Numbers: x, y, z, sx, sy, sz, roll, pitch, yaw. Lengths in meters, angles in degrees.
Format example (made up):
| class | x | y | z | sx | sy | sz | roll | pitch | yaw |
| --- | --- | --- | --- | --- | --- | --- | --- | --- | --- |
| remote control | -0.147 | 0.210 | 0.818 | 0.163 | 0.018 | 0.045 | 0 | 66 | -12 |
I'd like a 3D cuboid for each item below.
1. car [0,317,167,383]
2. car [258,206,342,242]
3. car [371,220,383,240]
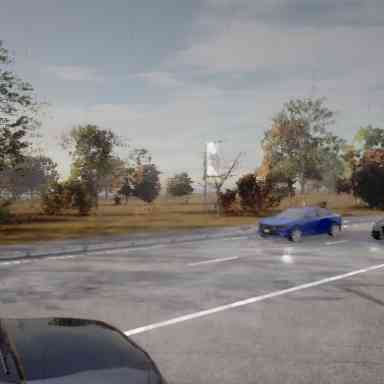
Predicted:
| class | x | y | z | sx | sy | sz | roll | pitch | yaw |
| --- | --- | --- | --- | --- | --- | --- | --- | --- | --- |
| car | -2.181 | 1.564 | 2.190 | 4.181 | 1.385 | 1.994 | 0 | 0 | -36 |
| car | 5.397 | 1.478 | 16.443 | 5.008 | 1.535 | 1.882 | 0 | 0 | -35 |
| car | 10.263 | 1.564 | 15.614 | 4.181 | 1.385 | 1.994 | 0 | 0 | -35 |
